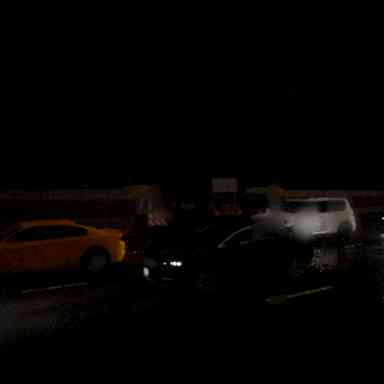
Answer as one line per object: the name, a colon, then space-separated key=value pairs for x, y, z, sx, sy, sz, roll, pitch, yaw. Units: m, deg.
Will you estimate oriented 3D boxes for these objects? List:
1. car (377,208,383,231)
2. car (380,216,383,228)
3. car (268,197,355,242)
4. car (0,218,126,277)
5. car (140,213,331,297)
car: x=13.641 y=1.641 z=20.374 sx=4.718 sy=1.301 sz=1.895 roll=0 pitch=0 yaw=-31
car: x=10.340 y=1.370 z=14.311 sx=4.553 sy=1.767 sz=2.097 roll=0 pitch=0 yaw=-31
car: x=5.096 y=1.279 z=15.250 sx=5.566 sy=2.045 sz=2.150 roll=0 pitch=0 yaw=-31
car: x=-4.435 y=1.554 z=9.521 sx=5.008 sy=1.535 sz=1.882 roll=0 pitch=-1 yaw=-31
car: x=1.074 y=1.530 z=8.749 sx=4.902 sy=1.511 sz=2.128 roll=0 pitch=-1 yaw=-31
